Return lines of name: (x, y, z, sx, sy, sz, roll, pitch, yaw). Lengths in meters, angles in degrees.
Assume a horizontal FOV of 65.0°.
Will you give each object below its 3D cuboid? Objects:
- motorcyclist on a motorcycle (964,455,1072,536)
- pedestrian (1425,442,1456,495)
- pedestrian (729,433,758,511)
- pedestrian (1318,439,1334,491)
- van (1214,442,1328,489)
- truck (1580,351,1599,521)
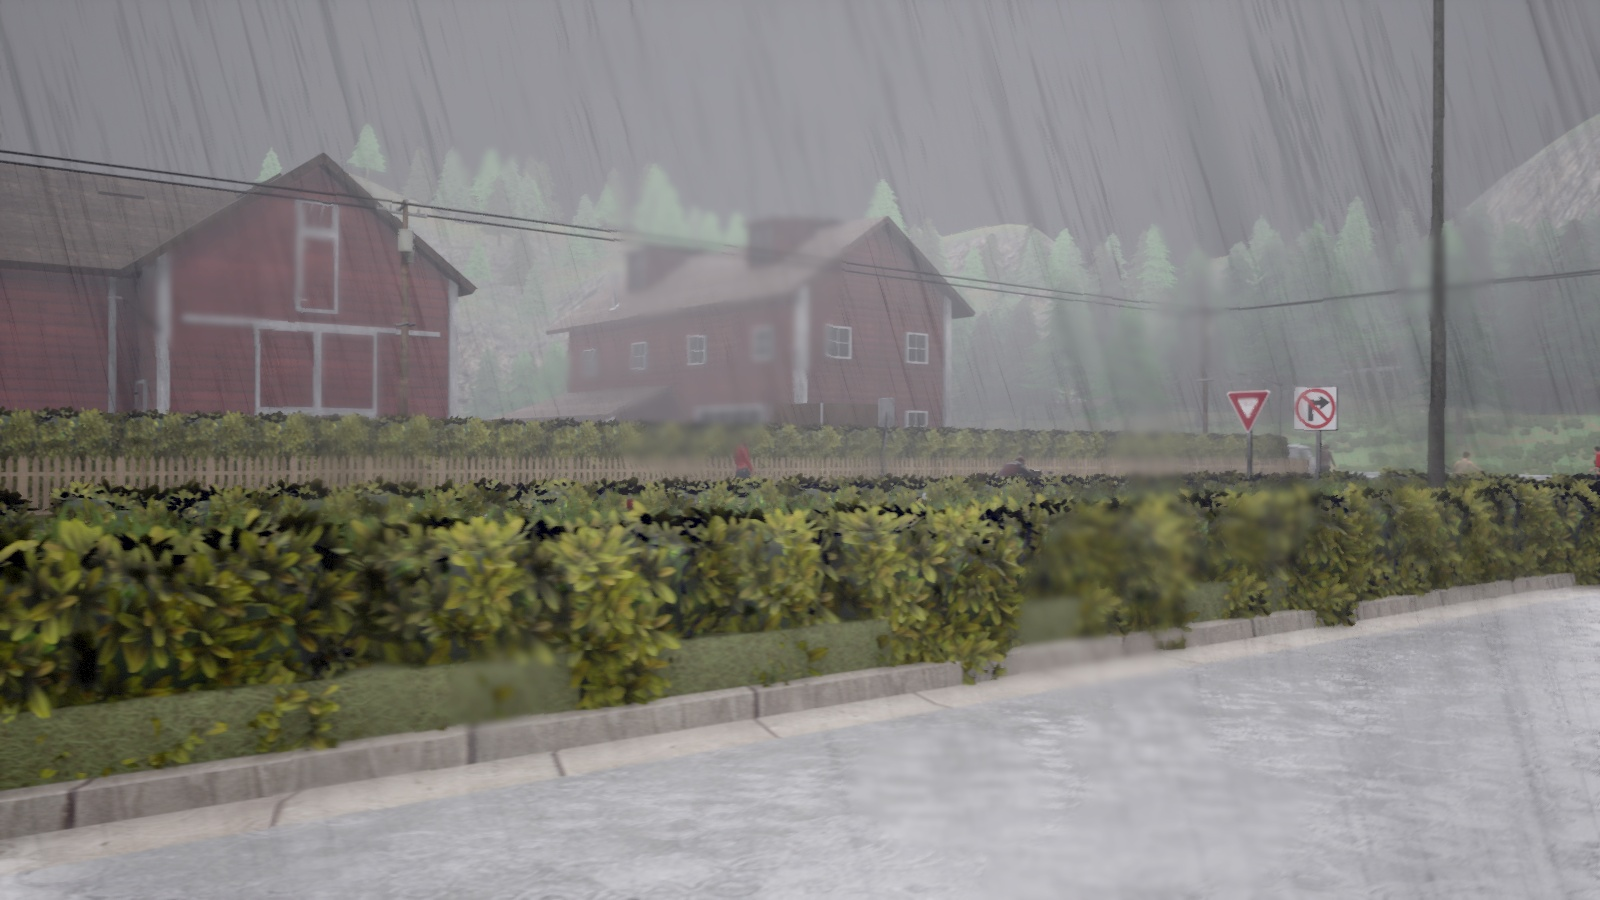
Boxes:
motorcyclist on a motorcycle: (4.343, 0.867, 24.929, 2.191, 1.530, 0.866, 0, 0, -39)
pedestrian: (22.943, 0.670, 44.987, 0.849, 1.883, 0.563, 0, 0, 41)
pedestrian: (-1.346, 0.512, 29.966, 0.636, 1.846, 0.331, 0, 0, -39)
pedestrian: (18.961, 0.546, 45.242, 0.331, 1.846, 0.634, 0, 0, 42)
van: (20.802, 0.680, 55.643, 1.775, 1.987, 4.442, 0, 0, -38)
truck: (20.034, -0.352, 24.922, 2.891, 3.827, 8.468, 0, 0, -9)
